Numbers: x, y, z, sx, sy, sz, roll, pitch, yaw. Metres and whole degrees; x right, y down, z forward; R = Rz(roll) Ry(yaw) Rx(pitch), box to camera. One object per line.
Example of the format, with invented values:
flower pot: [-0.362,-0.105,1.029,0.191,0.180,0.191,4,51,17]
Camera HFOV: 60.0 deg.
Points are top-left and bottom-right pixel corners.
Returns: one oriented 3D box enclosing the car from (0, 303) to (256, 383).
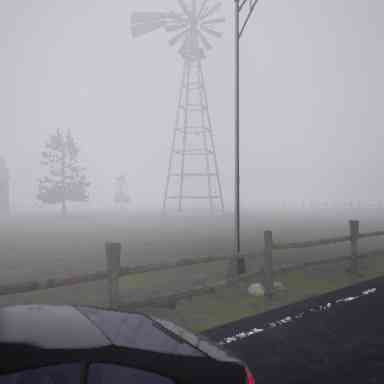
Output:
car: [-1.489,1.564,2.008,4.181,1.385,1.994,0,0,-36]
